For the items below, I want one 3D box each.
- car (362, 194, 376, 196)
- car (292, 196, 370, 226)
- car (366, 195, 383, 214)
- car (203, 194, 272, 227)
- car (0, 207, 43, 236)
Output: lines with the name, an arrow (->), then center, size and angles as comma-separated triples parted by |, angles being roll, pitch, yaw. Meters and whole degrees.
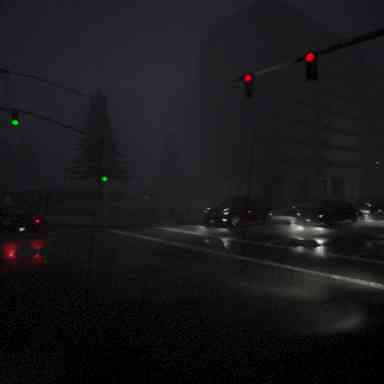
car -> 17.468, 0.940, 32.577 | 5.357, 1.411, 2.033 | -1, 1, -41
car -> 8.594, 1.182, 20.511 | 5.357, 1.411, 2.033 | -1, 1, -40
car -> 15.922, 1.089, 26.695 | 4.718, 1.301, 1.895 | -1, 1, -40
car -> 2.828, 1.038, 20.221 | 4.553, 1.767, 2.097 | -1, 1, -40
car -> -9.378, 1.427, 17.237 | 1.895, 1.301, 4.718 | -1, 1, -40
